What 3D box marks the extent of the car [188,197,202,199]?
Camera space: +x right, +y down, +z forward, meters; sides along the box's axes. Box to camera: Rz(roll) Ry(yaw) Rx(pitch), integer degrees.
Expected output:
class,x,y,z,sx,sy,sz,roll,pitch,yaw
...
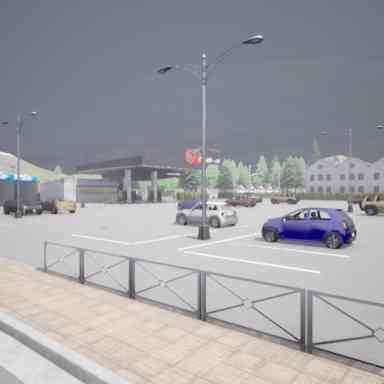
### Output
class,x,y,z,sx,sy,sz,roll,pitch,yaw
car,0.042,1.317,36.902,3.633,1.501,1.845,0,0,40

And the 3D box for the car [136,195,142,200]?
class,x,y,z,sx,sy,sz,roll,pitch,yaw
car,-14.799,1.472,83.388,2.242,1.667,4.611,0,0,40

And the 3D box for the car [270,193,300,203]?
class,x,y,z,sx,sy,sz,roll,pitch,yaw
car,14.964,1.097,53.692,4.605,1.855,1.932,0,0,40

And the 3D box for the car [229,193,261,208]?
class,x,y,z,sx,sy,sz,roll,pitch,yaw
car,6.459,1.296,44.563,4.514,1.523,2.007,0,0,40

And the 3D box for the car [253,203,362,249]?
class,x,y,z,sx,sy,sz,roll,pitch,yaw
car,4.643,1.374,13.620,3.633,1.501,1.845,0,0,40

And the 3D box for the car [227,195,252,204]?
class,x,y,z,sx,sy,sz,roll,pitch,yaw
car,8.416,1.359,59.079,3.806,1.475,1.970,0,0,40

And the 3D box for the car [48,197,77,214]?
class,x,y,z,sx,sy,sz,roll,pitch,yaw
car,-13.429,1.326,32.691,5.027,1.636,2.152,0,0,40

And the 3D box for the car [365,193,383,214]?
class,x,y,z,sx,sy,sz,roll,pitch,yaw
car,18.159,1.078,30.328,3.866,1.878,1.905,0,0,40

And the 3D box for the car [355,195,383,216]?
class,x,y,z,sx,sy,sz,roll,pitch,yaw
car,16.620,1.099,27.830,4.605,1.855,1.932,0,0,40

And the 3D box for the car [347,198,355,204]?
class,x,y,z,sx,sy,sz,roll,pitch,yaw
car,27.100,1.300,52.637,4.514,1.523,2.007,0,0,40

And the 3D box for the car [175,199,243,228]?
class,x,y,z,sx,sy,sz,roll,pitch,yaw
car,0.837,1.383,20.654,3.806,1.475,1.970,0,0,40

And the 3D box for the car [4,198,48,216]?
class,x,y,z,sx,sy,sz,roll,pitch,yaw
car,-15.393,1.335,30.244,4.514,1.523,2.007,0,0,40

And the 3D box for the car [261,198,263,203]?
class,x,y,z,sx,sy,sz,roll,pitch,yaw
car,11.010,1.075,61.247,3.866,1.878,1.905,0,0,40
